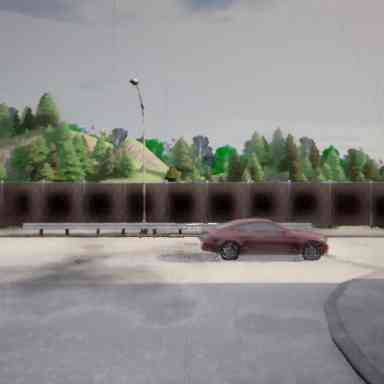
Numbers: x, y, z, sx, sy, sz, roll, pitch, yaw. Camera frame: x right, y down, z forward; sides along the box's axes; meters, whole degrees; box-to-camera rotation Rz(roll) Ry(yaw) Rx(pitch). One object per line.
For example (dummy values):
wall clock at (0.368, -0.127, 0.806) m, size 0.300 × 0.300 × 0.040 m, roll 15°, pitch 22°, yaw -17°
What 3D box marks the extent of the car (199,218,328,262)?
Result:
car at (2.598, 1.704, 12.359) m, size 4.674 × 1.442 × 1.812 m, roll 0°, pitch -1°, yaw 0°
